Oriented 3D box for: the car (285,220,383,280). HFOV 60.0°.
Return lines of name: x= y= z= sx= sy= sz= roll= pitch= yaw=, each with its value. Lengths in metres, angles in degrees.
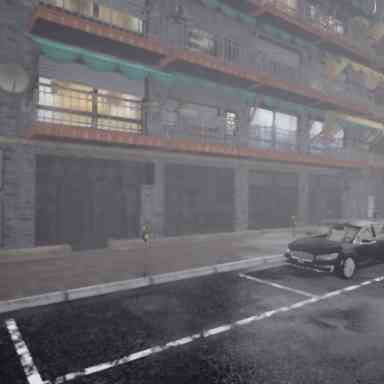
car: x=4.582 y=1.536 z=9.814 sx=4.403 sy=1.369 sz=2.008 roll=0 pitch=1 yaw=-35
